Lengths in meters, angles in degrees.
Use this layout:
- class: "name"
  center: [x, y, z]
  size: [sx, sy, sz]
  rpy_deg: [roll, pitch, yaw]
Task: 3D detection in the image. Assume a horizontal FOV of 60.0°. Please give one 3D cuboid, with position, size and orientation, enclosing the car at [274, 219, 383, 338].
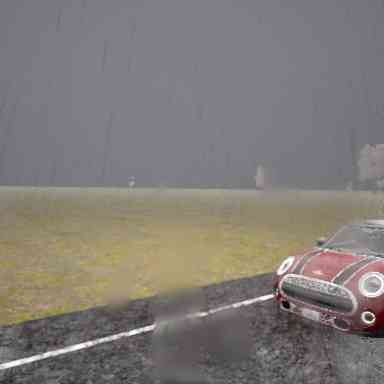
- class: "car"
  center: [3.740, 1.378, 6.653]
  size: [4.553, 1.767, 2.097]
  rpy_deg: [0, 0, -35]
